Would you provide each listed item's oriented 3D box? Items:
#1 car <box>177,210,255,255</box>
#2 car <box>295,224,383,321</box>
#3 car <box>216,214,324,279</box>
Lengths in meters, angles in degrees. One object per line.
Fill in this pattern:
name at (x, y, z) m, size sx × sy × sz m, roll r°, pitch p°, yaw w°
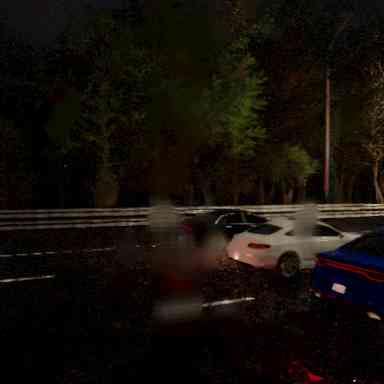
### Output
car at (1.825, 1.463, 13.019) m, size 4.892 × 1.490 × 1.837 m, roll 0°, pitch 0°, yaw -24°
car at (4.735, 1.487, 6.656) m, size 5.008 × 1.535 × 1.882 m, roll 0°, pitch 0°, yaw -24°
car at (3.281, 1.511, 9.833) m, size 4.674 × 1.442 × 1.812 m, roll 0°, pitch 0°, yaw -24°
